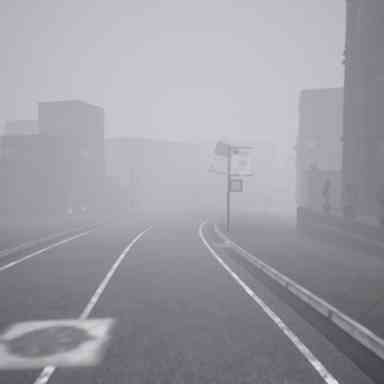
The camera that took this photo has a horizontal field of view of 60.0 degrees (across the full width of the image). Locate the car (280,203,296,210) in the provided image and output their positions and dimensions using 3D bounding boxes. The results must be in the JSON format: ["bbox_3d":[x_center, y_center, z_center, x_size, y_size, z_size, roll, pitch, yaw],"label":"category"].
[{"bbox_3d":[19.445,2.823,65.467,4.674,1.442,1.812,2,2,-34],"label":"car"}]

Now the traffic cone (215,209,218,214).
[{"bbox_3d":[3.274,2.592,44.334,0.340,0.580,0.340,2,0,18],"label":"traffic cone"}]

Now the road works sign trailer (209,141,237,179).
[{"bbox_3d":[3.257,-3.197,34.076,2.380,3.560,2.880,19,12,7],"label":"road works sign trailer"}]
